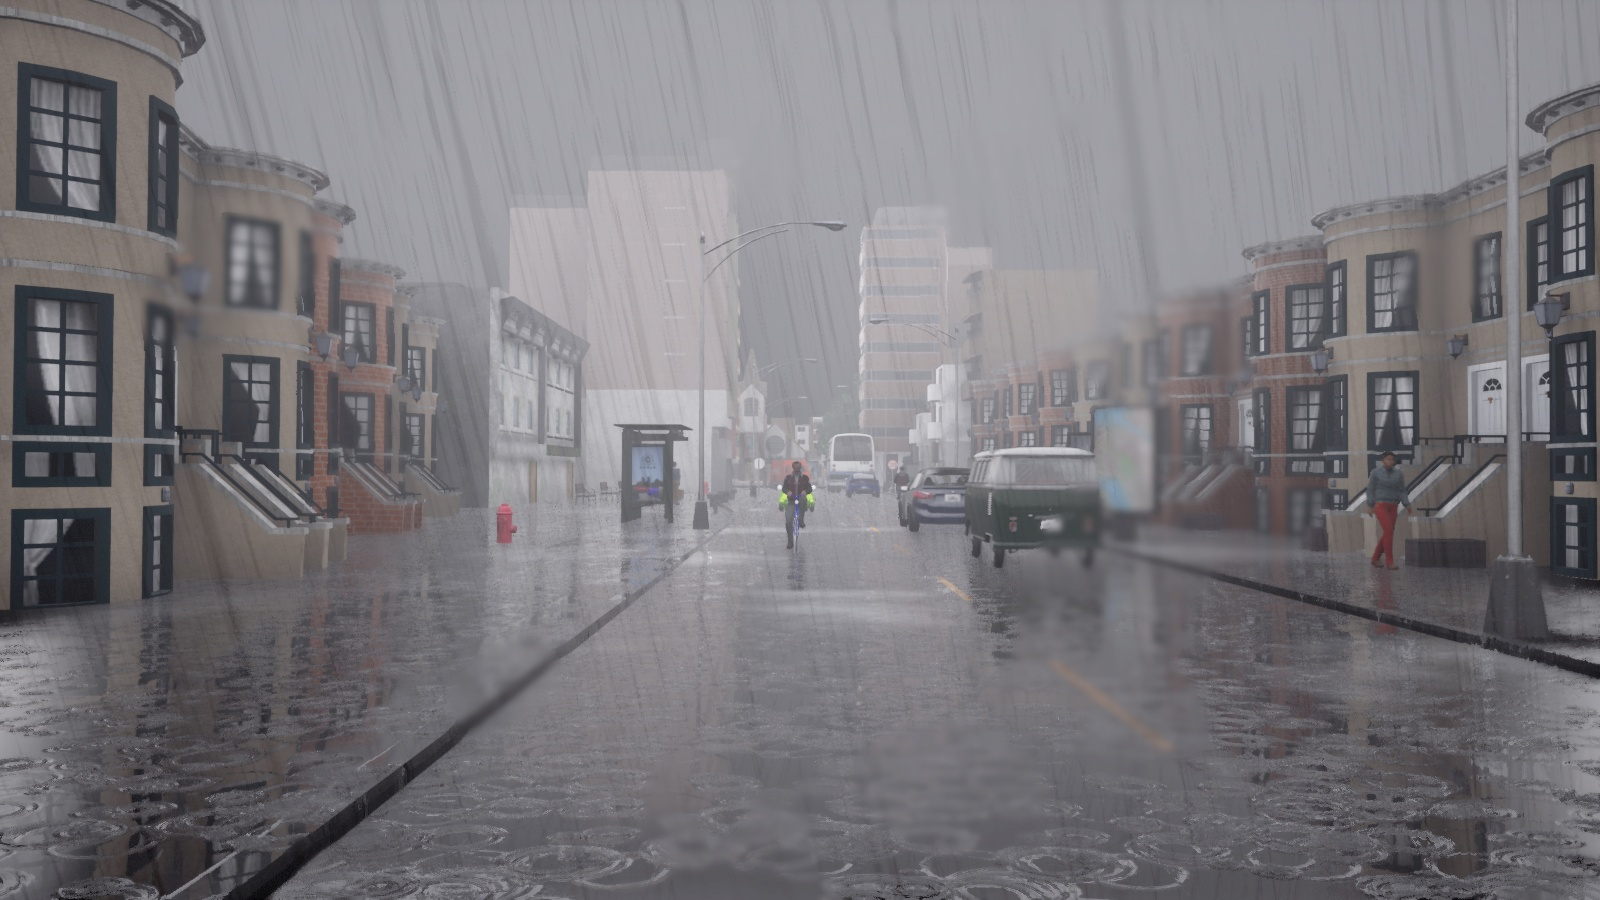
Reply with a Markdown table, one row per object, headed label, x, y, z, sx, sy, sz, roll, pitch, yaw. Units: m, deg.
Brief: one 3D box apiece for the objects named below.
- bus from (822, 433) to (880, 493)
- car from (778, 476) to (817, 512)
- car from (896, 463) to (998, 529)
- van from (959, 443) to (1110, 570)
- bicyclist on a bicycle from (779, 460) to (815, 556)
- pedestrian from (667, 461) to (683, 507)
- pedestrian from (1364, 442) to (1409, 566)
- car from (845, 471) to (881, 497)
| label | x | y | z | sx | sy | sz | roll | pitch | yaw |
| --- | --- | --- | --- | --- | --- | --- | --- | --- | --- |
| bus | 3.722 | 1.006 | 94.510 | 3.944 | 4.253 | 10.273 | 0 | -1 | 0 |
| car | -0.111 | 1.687 | 48.805 | 1.481 | 1.376 | 2.207 | 0 | -1 | 0 |
| car | 3.921 | 1.219 | 34.359 | 2.242 | 1.667 | 4.611 | 0 | -1 | 0 |
| van | 3.949 | 0.918 | 21.856 | 1.775 | 1.987 | 4.442 | 0 | -1 | 0 |
| bicyclist on a bicycle | -0.056 | 1.091 | 24.216 | 0.659 | 1.776 | 1.843 | 0 | -1 | 0 |
| pedestrian | -5.284 | 1.435 | 53.086 | 0.423 | 1.949 | 0.788 | 0 | -1 | -24 |
| pedestrian | 8.850 | 0.806 | 18.951 | 0.353 | 1.847 | 0.614 | 0 | -1 | -2 |
| car | 3.799 | 2.058 | 76.476 | 1.882 | 1.535 | 5.008 | 0 | -1 | 0 |
